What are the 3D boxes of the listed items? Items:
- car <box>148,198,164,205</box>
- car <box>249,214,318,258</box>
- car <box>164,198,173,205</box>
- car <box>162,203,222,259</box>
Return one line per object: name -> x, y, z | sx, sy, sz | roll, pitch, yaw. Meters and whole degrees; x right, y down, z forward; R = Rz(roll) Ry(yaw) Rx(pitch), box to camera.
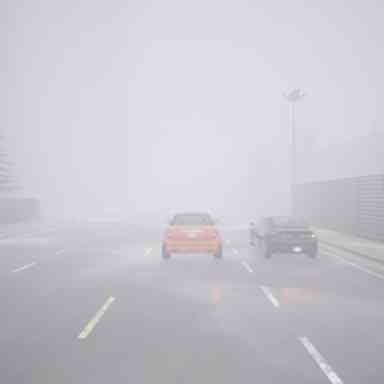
car -> -9.136, 2.269, 81.193 | 2.097, 1.767, 4.553 | 0, -1, -24
car -> 3.516, 1.660, 13.466 | 1.837, 1.490, 4.892 | 0, 0, 0
car -> -6.447, 2.297, 83.696 | 2.097, 1.767, 4.553 | 0, -1, -24
car -> 0.017, 1.503, 13.385 | 2.097, 1.767, 4.553 | 0, -1, 0
